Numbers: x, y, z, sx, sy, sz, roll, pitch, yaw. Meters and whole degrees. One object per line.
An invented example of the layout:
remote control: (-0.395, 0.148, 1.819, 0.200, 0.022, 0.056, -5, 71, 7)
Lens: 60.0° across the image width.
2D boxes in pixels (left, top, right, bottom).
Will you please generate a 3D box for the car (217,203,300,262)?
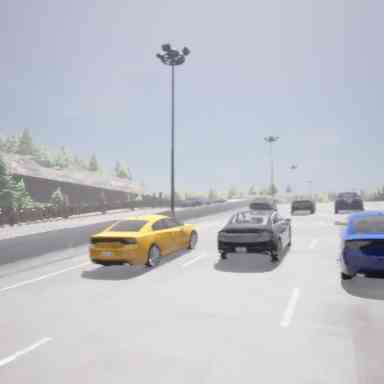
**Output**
car: (2.334, 1.382, 11.669, 2.128, 1.511, 4.902, -3, 0, 23)

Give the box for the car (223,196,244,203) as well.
car: (6.435, 1.358, 48.318, 1.812, 1.442, 4.674, -3, -2, 23)

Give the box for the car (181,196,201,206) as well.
car: (0.020, 1.503, 51.123, 2.097, 1.767, 4.553, -3, -2, 23)

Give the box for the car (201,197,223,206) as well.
car: (3.690, 1.502, 50.769, 2.128, 1.511, 4.902, -3, -2, 23)

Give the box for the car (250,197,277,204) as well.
car: (6.508, 1.203, 30.382, 1.837, 1.490, 4.892, -3, 0, 23)

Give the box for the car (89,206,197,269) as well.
car: (-1.447, 1.555, 11.717, 1.882, 1.535, 5.008, -3, 0, 23)

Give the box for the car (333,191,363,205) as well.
car: (12.847, 0.734, 27.440, 2.097, 1.767, 4.553, -3, 0, 23)

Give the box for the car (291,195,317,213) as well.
car: (9.791, 1.026, 29.169, 2.128, 1.511, 4.902, -3, 0, 23)

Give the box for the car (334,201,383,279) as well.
car: (4.969, 1.236, 8.936, 1.882, 1.535, 5.008, -3, 0, 23)
